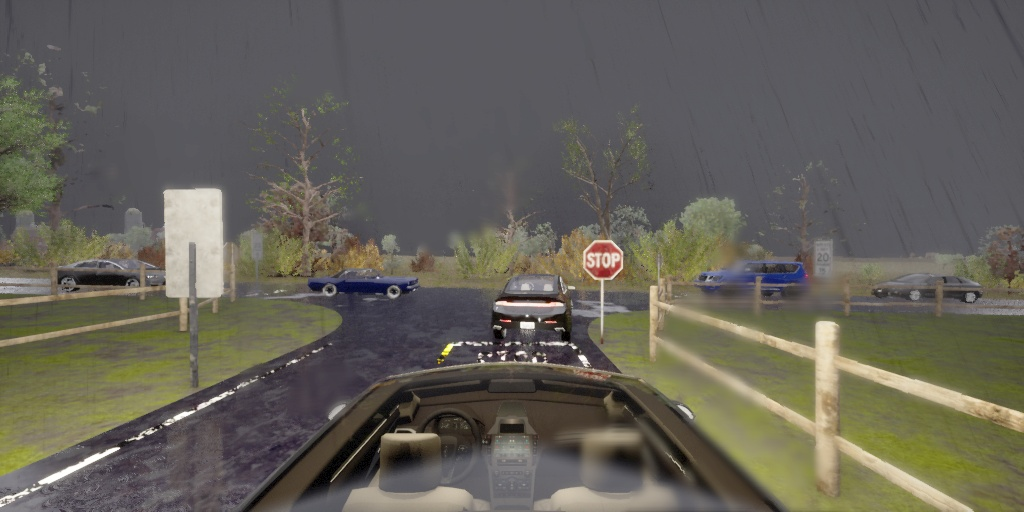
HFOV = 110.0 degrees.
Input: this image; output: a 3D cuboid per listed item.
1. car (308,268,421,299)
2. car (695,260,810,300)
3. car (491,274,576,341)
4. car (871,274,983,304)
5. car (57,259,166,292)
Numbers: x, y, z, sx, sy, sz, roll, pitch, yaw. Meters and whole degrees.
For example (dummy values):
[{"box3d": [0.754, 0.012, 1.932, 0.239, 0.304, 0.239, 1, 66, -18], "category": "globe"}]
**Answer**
[{"box3d": [-6.818, 1.249, 16.947, 4.718, 1.301, 1.895, 1, 1, 0], "category": "car"}, {"box3d": [13.252, 1.261, 19.865, 5.566, 2.045, 2.150, 1, 1, 0], "category": "car"}, {"box3d": [0.709, 1.240, 9.914, 2.128, 1.511, 4.902, 0, 0, 9], "category": "car"}, {"box3d": [22.866, 1.747, 19.855, 4.892, 1.490, 1.837, 0, 1, 0], "category": "car"}, {"box3d": [-18.486, 0.886, 16.966, 4.902, 1.511, 2.128, 1, 1, 0], "category": "car"}]
